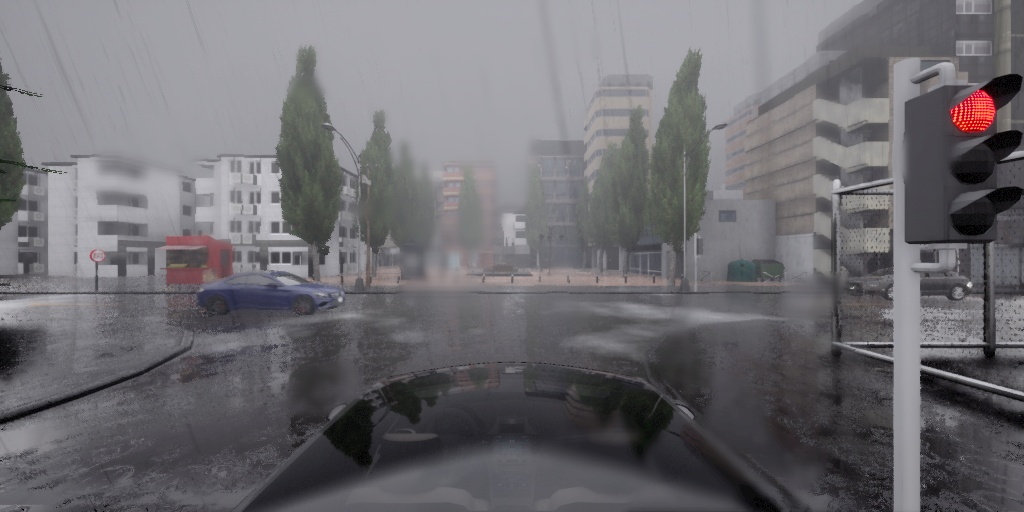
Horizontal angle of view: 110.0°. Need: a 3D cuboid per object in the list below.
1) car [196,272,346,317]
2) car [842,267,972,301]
[{"bbox_3d":[-8.380,1.275,12.630,4.674,1.442,1.812,0,0,0],"label":"car"},{"bbox_3d":[18.435,1.255,16.850,4.892,1.490,1.837,0,0,0],"label":"car"}]
